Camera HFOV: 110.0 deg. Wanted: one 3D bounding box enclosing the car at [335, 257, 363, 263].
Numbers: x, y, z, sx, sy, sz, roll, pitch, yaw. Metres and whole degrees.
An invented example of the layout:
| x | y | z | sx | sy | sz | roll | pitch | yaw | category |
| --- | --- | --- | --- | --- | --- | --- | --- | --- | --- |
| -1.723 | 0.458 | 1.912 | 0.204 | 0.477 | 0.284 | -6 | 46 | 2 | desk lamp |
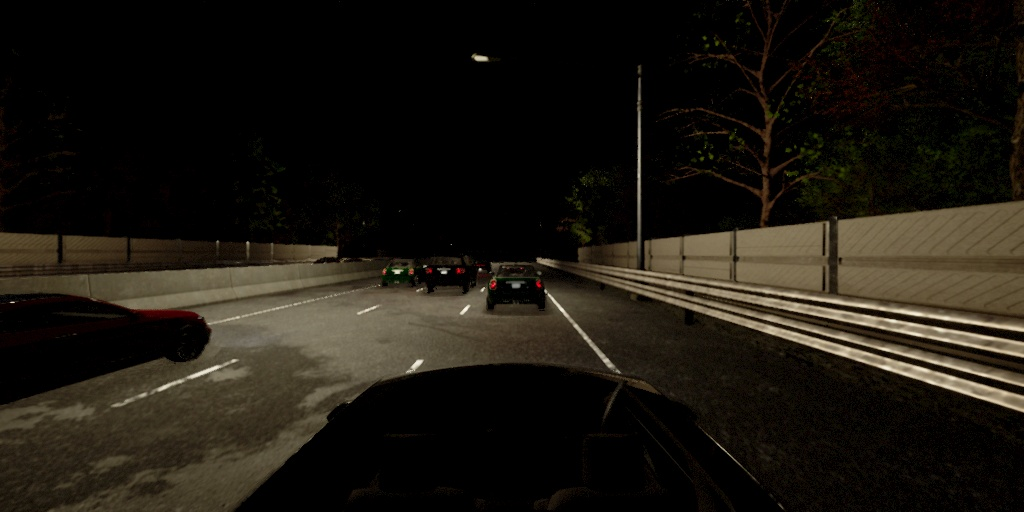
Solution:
| x | y | z | sx | sy | sz | roll | pitch | yaw | category |
| --- | --- | --- | --- | --- | --- | --- | --- | --- | --- |
| -20.774 | 1.070 | 47.044 | 1.882 | 1.535 | 5.008 | 0 | 0 | 0 | car |

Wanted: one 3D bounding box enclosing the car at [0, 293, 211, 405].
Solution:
| x | y | z | sx | sy | sz | roll | pitch | yaw | category |
| --- | --- | --- | --- | --- | --- | --- | --- | --- | --- |
| -6.884 | 1.258 | 5.122 | 1.812 | 1.442 | 4.674 | 0 | 0 | 0 | car |

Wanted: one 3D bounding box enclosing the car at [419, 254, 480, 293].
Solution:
| x | y | z | sx | sy | sz | roll | pitch | yaw | category |
| --- | --- | --- | --- | --- | --- | --- | --- | --- | --- |
| -3.298 | 0.890 | 20.255 | 2.150 | 2.045 | 5.566 | 0 | 0 | 1 | car |

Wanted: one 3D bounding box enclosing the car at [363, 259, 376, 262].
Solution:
| x | y | z | sx | sy | sz | roll | pitch | yaw | category |
| --- | --- | --- | --- | --- | --- | --- | --- | --- | --- |
| -17.275 | 1.068 | 46.969 | 1.882 | 1.535 | 5.008 | 0 | 0 | 0 | car |

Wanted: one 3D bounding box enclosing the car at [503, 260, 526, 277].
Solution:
| x | y | z | sx | sy | sz | roll | pitch | yaw | category |
| --- | --- | --- | --- | --- | --- | --- | --- | --- | --- |
| 0.260 | 1.170 | 34.382 | 2.033 | 1.411 | 5.357 | 0 | 0 | 0 | car |

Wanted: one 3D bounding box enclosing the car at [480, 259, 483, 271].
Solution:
| x | y | z | sx | sy | sz | roll | pitch | yaw | category |
| --- | --- | --- | --- | --- | --- | --- | --- | --- | --- |
| -3.215 | 1.112 | 38.951 | 1.837 | 1.490 | 4.892 | 0 | 0 | 0 | car |

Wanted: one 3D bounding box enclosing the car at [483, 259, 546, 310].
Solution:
| x | y | z | sx | sy | sz | roll | pitch | yaw | category |
| --- | --- | --- | --- | --- | --- | --- | --- | --- | --- |
| 0.154 | 1.043 | 14.482 | 2.097 | 1.767 | 4.553 | 0 | 0 | 0 | car |

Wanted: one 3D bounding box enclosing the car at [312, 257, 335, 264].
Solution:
| x | y | z | sx | sy | sz | roll | pitch | yaw | category |
| --- | --- | --- | --- | --- | --- | --- | --- | --- | --- |
| -24.275 | 0.931 | 47.015 | 2.097 | 1.767 | 4.553 | 0 | 0 | 0 | car |

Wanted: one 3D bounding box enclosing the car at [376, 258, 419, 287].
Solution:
| x | y | z | sx | sy | sz | roll | pitch | yaw | category |
| --- | --- | --- | --- | --- | --- | --- | --- | --- | --- |
| -6.793 | 1.009 | 23.422 | 2.097 | 1.767 | 4.553 | 0 | 0 | 0 | car |
